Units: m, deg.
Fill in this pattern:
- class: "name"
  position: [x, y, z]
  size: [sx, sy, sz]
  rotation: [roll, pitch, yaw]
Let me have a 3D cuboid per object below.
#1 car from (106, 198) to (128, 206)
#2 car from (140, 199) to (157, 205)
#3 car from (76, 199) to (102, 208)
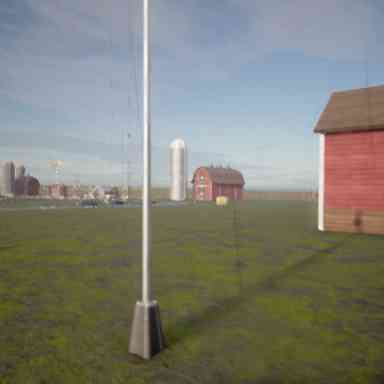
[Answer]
- class: "car"
  position: [-15.757, 2.124, 70.066]
  size: [1.882, 1.535, 5.008]
  rotation: [1, 0, 36]
- class: "car"
  position: [-9.673, 2.159, 74.247]
  size: [1.837, 1.490, 4.892]
  rotation: [1, 0, 28]
- class: "car"
  position: [-18.880, 2.020, 61.213]
  size: [1.837, 1.490, 4.892]
  rotation: [1, 0, 36]
